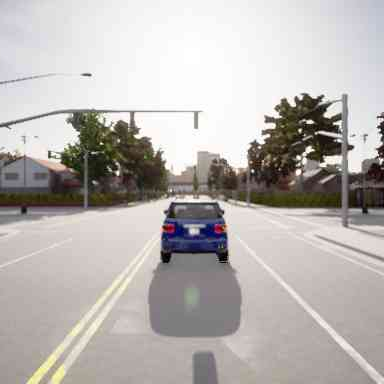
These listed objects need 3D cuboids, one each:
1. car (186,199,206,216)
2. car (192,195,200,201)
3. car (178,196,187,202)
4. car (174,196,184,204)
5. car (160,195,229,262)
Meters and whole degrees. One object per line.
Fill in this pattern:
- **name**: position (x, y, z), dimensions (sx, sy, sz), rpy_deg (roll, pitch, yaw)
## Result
- **car**: position (0.462, 1.522, 34.169), dimensions (1.882, 1.535, 5.008), rpy_deg (0, 0, 2)
- **car**: position (1.105, 1.664, 92.552), dimensions (1.994, 1.385, 4.181), rpy_deg (0, 0, 0)
- **car**: position (-2.461, 1.649, 84.749), dimensions (2.033, 1.411, 5.357), rpy_deg (0, 0, 0)
- **car**: position (-2.593, 1.567, 68.979), dimensions (1.882, 1.535, 5.008), rpy_deg (0, 0, 0)
- **car**: position (0.084, 1.238, 12.376), dimensions (2.150, 2.045, 5.566), rpy_deg (0, 0, 0)
